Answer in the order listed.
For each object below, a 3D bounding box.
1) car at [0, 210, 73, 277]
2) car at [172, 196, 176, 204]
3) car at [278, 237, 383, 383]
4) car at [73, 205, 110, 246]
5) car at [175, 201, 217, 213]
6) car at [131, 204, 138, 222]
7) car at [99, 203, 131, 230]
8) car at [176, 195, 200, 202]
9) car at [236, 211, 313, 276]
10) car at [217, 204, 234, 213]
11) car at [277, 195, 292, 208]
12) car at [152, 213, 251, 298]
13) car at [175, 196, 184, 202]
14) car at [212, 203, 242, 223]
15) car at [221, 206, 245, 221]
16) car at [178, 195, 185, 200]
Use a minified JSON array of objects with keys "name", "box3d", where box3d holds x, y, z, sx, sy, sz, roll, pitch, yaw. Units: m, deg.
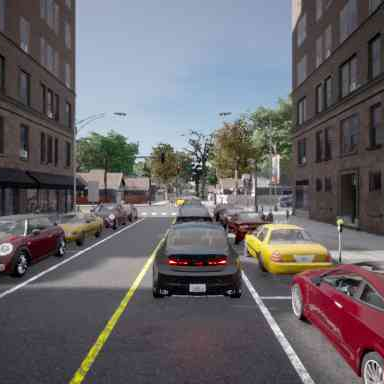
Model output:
[{"name":"car","box3d":[-5.382,1.442,9.980,1.967,1.590,4.097,0,0,0]},{"name":"car","box3d":[-0.583,1.507,48.315,1.882,1.535,5.008,-1,0,-27]},{"name":"car","box3d":[2.638,1.582,4.457,1.802,1.307,4.206,0,0,0]},{"name":"car","box3d":[-5.378,1.530,15.328,1.752,1.417,4.829,0,0,0]},{"name":"car","box3d":[0.113,1.484,17.979,1.882,1.535,5.008,0,0,0]},{"name":"car","box3d":[-5.368,1.593,26.536,1.802,1.307,4.206,0,0,0]},{"name":"car","box3d":[-5.373,1.448,21.017,1.967,1.590,4.097,0,0,0]},{"name":"car","box3d":[0.022,1.364,27.034,2.097,1.767,4.553,0,0,0]},{"name":"car","box3d":[2.643,1.528,10.146,1.752,1.417,4.829,0,0,0]},{"name":"car","box3d":[2.653,1.590,21.012,1.802,1.307,4.206,0,0,0]},{"name":"car","box3d":[14.292,1.455,46.245,4.674,1.442,1.812,0,0,-2]},{"name":"car","box3d":[0.108,1.507,8.495,1.837,1.490,4.892,0,0,0]},{"name":"car","box3d":[-2.993,1.607,79.551,1.812,1.442,4.674,0,0,0]},{"name":"car","box3d":[2.658,1.577,26.531,1.947,1.339,4.313,0,0,0]},{"name":"car","box3d":[2.648,1.550,15.494,1.887,1.381,4.507,0,0,0]},{"name":"car","box3d":[-3.020,1.603,94.621,1.837,1.490,4.892,0,0,0]}]
